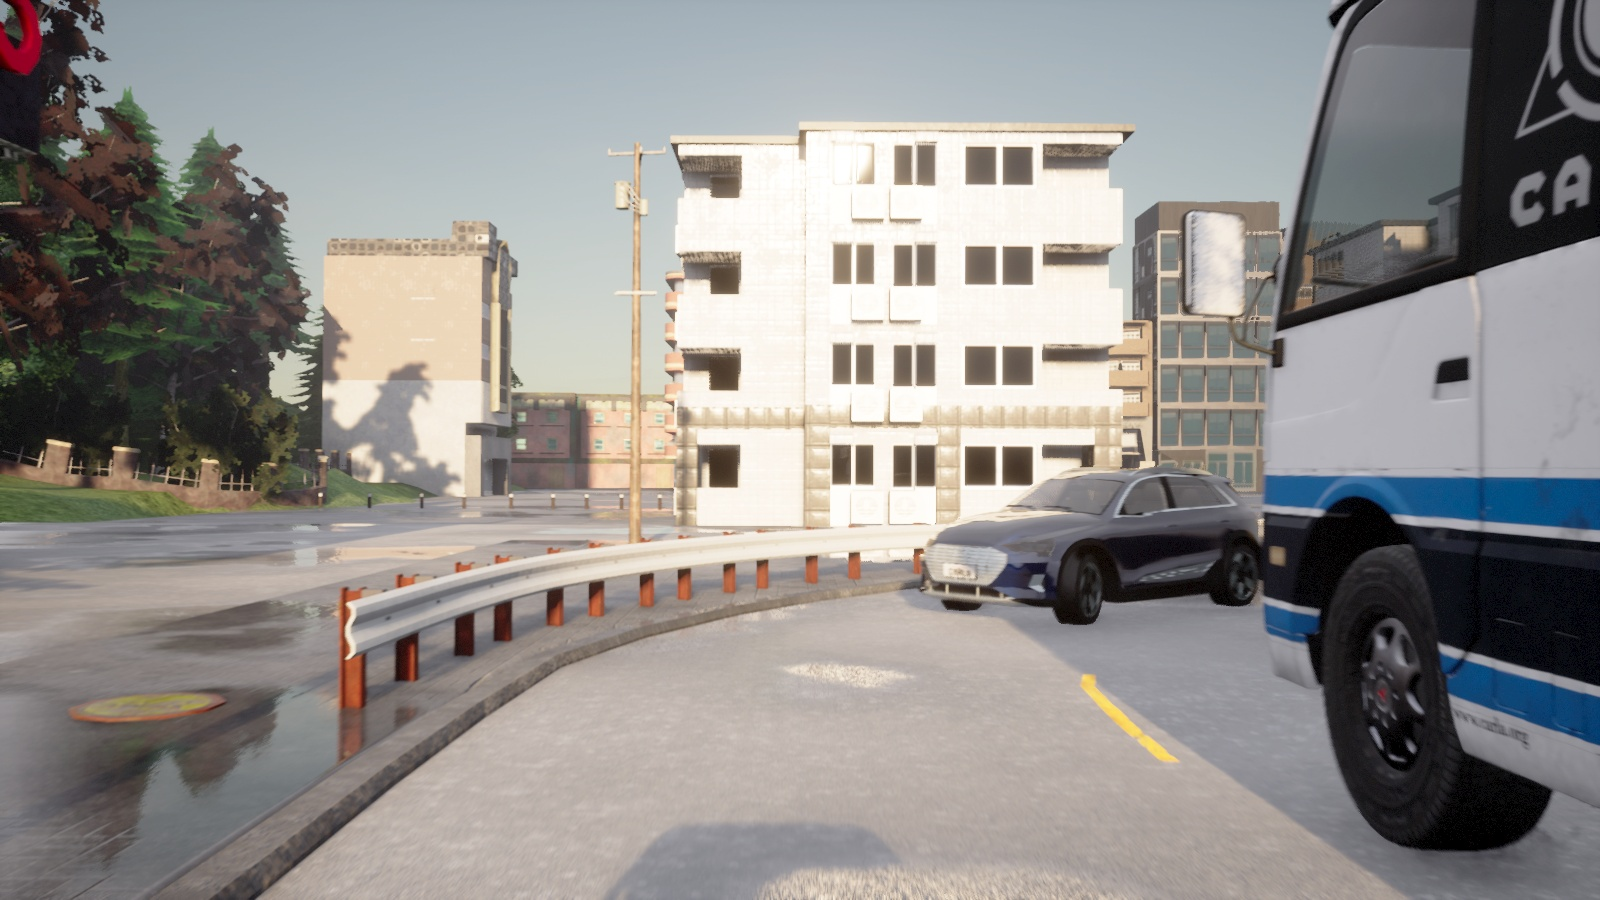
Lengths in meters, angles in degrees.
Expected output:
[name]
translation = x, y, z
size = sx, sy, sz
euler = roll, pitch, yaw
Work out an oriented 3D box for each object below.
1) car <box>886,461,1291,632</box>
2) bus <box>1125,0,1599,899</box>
[car]
translation = 3.464, 0.976, 14.521
size = 4.856, 1.649, 2.033
euler = 1, -2, -40
[bus]
translation = 3.979, -0.537, 2.461
size = 3.944, 4.253, 10.273
euler = 0, -1, 0
